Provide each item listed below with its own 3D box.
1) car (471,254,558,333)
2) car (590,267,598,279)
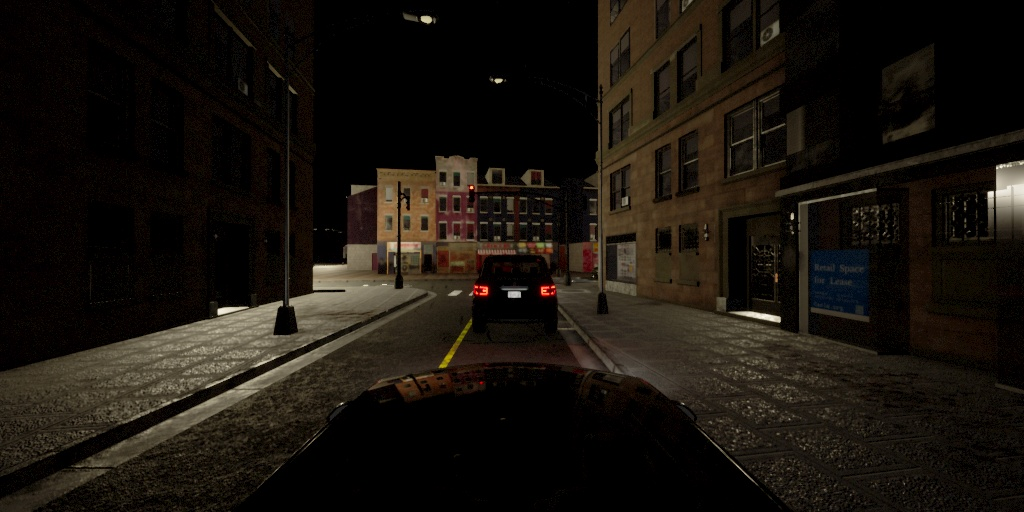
[{"bbox_3d":[0.097,0.972,10.864,2.150,2.045,5.566,0,0,1],"label":"car"},{"bbox_3d":[8.889,1.089,29.869,4.553,1.767,2.097,0,0,-10],"label":"car"}]
